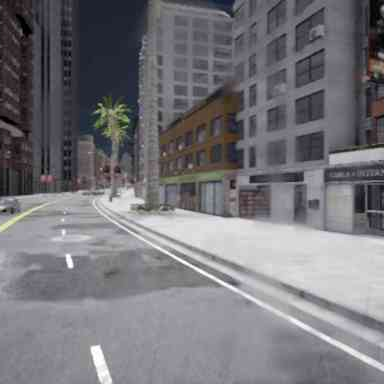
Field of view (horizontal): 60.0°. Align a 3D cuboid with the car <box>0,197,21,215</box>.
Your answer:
[{"bbox_3d":[-16.663,1.183,29.889,2.128,1.511,4.902,0,1,-19],"label":"car"}]
